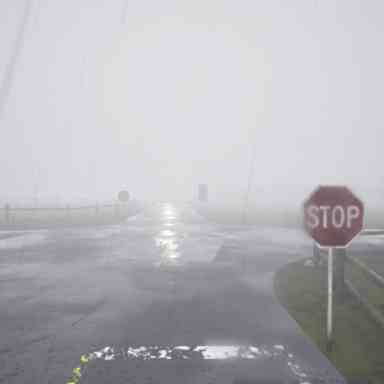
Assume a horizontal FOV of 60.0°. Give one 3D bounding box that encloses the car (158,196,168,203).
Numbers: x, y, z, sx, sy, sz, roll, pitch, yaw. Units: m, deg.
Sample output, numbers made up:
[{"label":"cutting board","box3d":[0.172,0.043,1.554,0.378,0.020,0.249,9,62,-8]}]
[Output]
[{"label":"car","box3d":[-5.847,1.520,66.707,1.812,1.442,4.674,0,0,-5]}]
